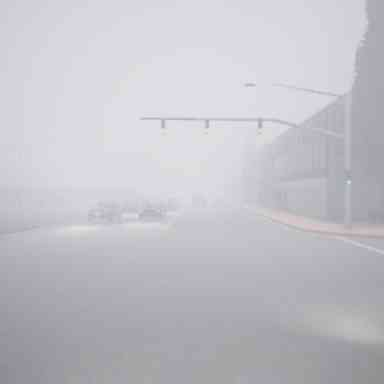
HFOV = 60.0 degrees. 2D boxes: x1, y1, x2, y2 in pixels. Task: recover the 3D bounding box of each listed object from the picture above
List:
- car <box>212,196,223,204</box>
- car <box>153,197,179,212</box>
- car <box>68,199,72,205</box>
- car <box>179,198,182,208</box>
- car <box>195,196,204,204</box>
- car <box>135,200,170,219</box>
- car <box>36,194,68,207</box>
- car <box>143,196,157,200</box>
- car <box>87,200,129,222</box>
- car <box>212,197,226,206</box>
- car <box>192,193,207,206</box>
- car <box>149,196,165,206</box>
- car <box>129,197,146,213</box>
[{"bbox_3d":[5.031,1.582,66.512,1.994,1.385,4.181,0,0,2],"label":"car"},{"bbox_3d":[-3.008,1.578,39.000,1.994,1.385,4.181,0,0,2],"label":"car"},{"bbox_3d":[-20.888,1.414,52.023,3.806,1.475,1.970,0,0,0],"label":"car"},{"bbox_3d":[-2.581,1.522,49.285,1.837,1.490,4.892,0,0,2],"label":"car"},{"bbox_3d":[1.527,1.500,66.462,1.882,1.535,5.008,0,0,2],"label":"car"},{"bbox_3d":[-3.355,1.611,28.944,1.895,1.301,4.718,0,0,2],"label":"car"},{"bbox_3d":[-20.927,1.174,49.128,3.866,1.878,1.905,0,0,0],"label":"car"},{"bbox_3d":[-6.221,1.368,45.800,2.097,1.767,4.553,0,0,2],"label":"car"},{"bbox_3d":[-6.913,1.501,26.884,2.128,1.511,4.902,0,0,2],"label":"car"},{"bbox_3d":[4.686,1.583,56.723,1.994,1.385,4.181,0,0,2],"label":"car"},{"bbox_3d":[1.193,1.240,54.137,2.150,2.045,5.566,0,0,2],"label":"car"},{"bbox_3d":[-5.850,1.497,55.909,1.882,1.535,5.008,0,0,2],"label":"car"},{"bbox_3d":[-6.637,1.577,35.794,1.994,1.385,4.181,0,0,2],"label":"car"}]
